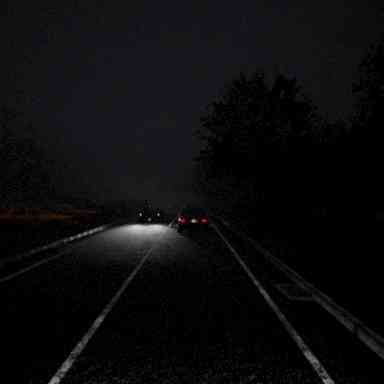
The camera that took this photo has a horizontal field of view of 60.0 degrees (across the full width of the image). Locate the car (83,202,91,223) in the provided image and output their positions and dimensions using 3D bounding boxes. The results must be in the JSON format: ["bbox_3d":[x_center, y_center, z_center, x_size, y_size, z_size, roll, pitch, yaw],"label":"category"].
[{"bbox_3d":[-10.358,1.694,24.337,4.892,1.521,2.231,0,-1,0],"label":"car"}]

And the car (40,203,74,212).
[{"bbox_3d":[-23.443,2.601,57.784,5.008,1.535,2.097,0,-2,0],"label":"car"}]

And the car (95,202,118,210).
[{"bbox_3d":[-23.417,3.787,90.988,5.566,2.045,2.435,0,-3,0],"label":"car"}]

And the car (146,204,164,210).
[{"bbox_3d":[-10.336,4.188,93.666,4.792,1.488,2.163,0,-3,0],"label":"car"}]

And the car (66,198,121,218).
[{"bbox_3d":[-10.325,1.649,32.662,5.566,2.045,2.435,0,-2,0],"label":"car"}]

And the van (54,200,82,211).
[{"bbox_3d":[-23.556,2.592,63.311,4.442,1.987,1.878,0,-3,0],"label":"van"}]

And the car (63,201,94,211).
[{"bbox_3d":[-23.412,2.806,68.722,5.566,2.045,2.435,0,-3,0],"label":"car"}]

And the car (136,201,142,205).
[{"bbox_3d":[-10.327,2.395,49.303,4.792,1.488,2.163,0,-2,0],"label":"car"}]

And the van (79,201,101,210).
[{"bbox_3d":[-23.559,3.197,77.023,4.442,1.987,1.878,0,-3,0],"label":"van"}]

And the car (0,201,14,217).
[{"bbox_3d":[-23.403,1.934,38.404,4.553,1.767,2.185,0,-2,0],"label":"car"}]

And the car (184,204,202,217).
[{"bbox_3d":[0.070,2.168,40.048,2.033,1.411,5.357,0,-2,0],"label":"car"}]

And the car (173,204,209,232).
[{"bbox_3d":[0.084,1.724,21.228,2.033,1.411,5.357,0,-1,0],"label":"car"}]

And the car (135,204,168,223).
[{"bbox_3d":[-3.370,1.923,28.536,1.895,1.301,4.718,0,-1,0],"label":"car"}]

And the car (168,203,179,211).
[{"bbox_3d":[-3.314,3.093,69.698,1.882,1.535,5.008,0,-2,0],"label":"car"}]

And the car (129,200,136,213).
[{"bbox_3d":[-10.361,2.210,43.755,5.008,1.535,2.097,0,-2,0],"label":"car"}]

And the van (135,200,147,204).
[{"bbox_3d":[-10.241,2.295,54.862,4.442,1.987,1.878,0,-2,0],"label":"van"}]

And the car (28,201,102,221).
[{"bbox_3d":[-10.359,1.754,27.109,5.008,1.535,2.097,0,-1,0],"label":"car"}]

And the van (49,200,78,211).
[{"bbox_3d":[-23.322,2.465,60.411,4.442,1.987,1.878,0,-2,0],"label":"van"}]

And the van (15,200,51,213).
[{"bbox_3d":[-23.554,2.143,49.484,4.442,1.987,1.878,0,-2,0],"label":"van"}]

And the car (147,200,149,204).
[{"bbox_3d":[-10.388,2.629,57.636,4.792,1.488,2.163,0,-2,0],"label":"car"}]

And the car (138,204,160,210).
[{"bbox_3d":[-10.357,3.548,79.800,4.892,1.521,2.231,0,-3,0],"label":"car"}]

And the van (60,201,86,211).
[{"bbox_3d":[-23.557,2.709,65.953,4.442,1.987,1.878,0,-3,0],"label":"van"}]

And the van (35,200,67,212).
[{"bbox_3d":[-23.321,2.298,55.021,4.442,1.987,1.878,0,-2,0],"label":"van"}]

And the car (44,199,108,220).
[{"bbox_3d":[-10.384,1.699,29.888,4.553,1.767,2.185,0,-2,0],"label":"car"}]

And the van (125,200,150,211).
[{"bbox_3d":[-10.243,2.588,63.169,4.442,1.987,1.878,0,-3,0],"label":"van"}]

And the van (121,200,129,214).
[{"bbox_3d":[-10.472,1.907,40.986,4.442,1.987,1.878,0,-2,0],"label":"van"}]

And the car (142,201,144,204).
[{"bbox_3d":[-10.360,2.483,52.080,4.674,1.452,2.002,0,-2,0],"label":"car"}]

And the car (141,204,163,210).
[{"bbox_3d":[-10.178,3.788,85.347,5.366,1.575,1.946,0,-3,0],"label":"car"}]

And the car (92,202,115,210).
[{"bbox_3d":[-23.416,3.665,88.220,5.566,2.045,2.435,0,-3,0],"label":"car"}]

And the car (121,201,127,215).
[{"bbox_3d":[-10.357,2.095,38.204,4.674,1.452,2.002,0,-2,0],"label":"car"}]

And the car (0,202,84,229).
[{"bbox_3d":[-10.166,1.636,21.569,5.366,1.575,1.946,0,-1,0],"label":"car"}]
